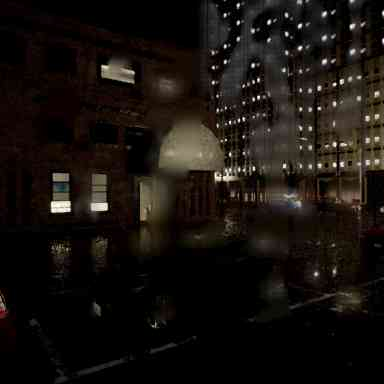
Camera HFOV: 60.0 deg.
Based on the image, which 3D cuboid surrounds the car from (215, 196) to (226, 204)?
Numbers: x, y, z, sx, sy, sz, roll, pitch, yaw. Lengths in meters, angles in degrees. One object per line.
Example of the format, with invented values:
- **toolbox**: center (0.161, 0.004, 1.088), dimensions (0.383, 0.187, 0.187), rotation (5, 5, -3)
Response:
- **car**: center (4.099, 1.437, 59.417), dimensions (1.752, 1.417, 4.829), rotation (0, 0, -35)

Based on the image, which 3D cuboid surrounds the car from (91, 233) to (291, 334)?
- **car**: center (0.199, 1.565, 6.774), dimensions (4.313, 1.339, 1.947), rotation (0, 0, -35)

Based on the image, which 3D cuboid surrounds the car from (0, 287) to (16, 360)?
- **car**: center (-4.268, 1.440, 3.526), dimensions (4.097, 1.590, 1.967), rotation (0, 0, -35)

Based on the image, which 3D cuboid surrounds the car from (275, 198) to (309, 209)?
- **car**: center (13.689, 1.514, 45.632), dimensions (1.802, 1.307, 4.206), rotation (0, 0, -35)

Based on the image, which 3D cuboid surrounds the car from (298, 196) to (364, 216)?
- **car**: center (13.136, 1.308, 31.748), dimensions (2.192, 1.841, 5.009), rotation (0, 0, -35)

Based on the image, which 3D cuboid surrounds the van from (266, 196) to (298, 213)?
- **van**: center (9.972, 1.326, 36.297), dimensions (1.690, 1.788, 3.998), rotation (0, 0, -35)

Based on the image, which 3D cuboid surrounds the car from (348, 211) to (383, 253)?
- **car**: center (8.045, 1.543, 12.440), dimensions (4.507, 1.381, 1.887), rotation (0, 0, -35)

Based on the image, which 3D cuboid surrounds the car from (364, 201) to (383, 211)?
- **car**: center (20.017, 1.499, 36.535), dimensions (2.008, 1.369, 4.403), rotation (0, 0, -35)
